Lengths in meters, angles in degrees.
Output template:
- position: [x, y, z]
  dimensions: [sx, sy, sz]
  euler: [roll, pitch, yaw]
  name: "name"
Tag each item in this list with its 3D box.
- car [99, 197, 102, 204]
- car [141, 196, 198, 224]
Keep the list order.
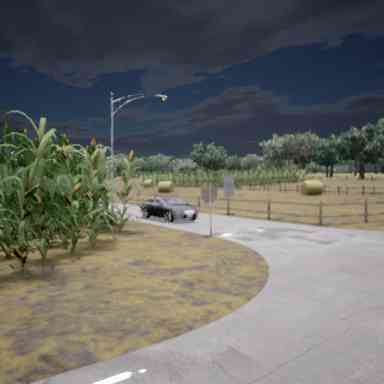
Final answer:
- position: [-10.245, 0.468, 33.415]
  dimensions: [2.150, 2.045, 5.566]
  euler: [-1, 2, -35]
  name: "car"
- position: [-1.528, 1.040, 21.084]
  dimensions: [2.128, 1.511, 4.902]
  euler: [-1, 2, -35]
  name: "car"
